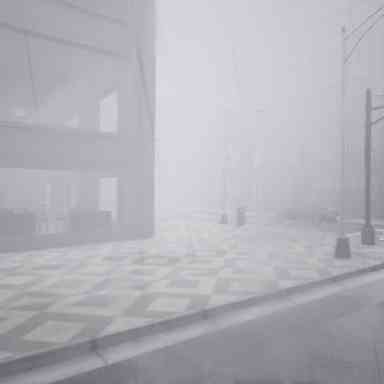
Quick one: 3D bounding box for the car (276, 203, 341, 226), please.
[{"bbox_3d":[8.025,1.504,23.137,1.812,1.442,4.674,1,0,-36],"label":"car"}]
